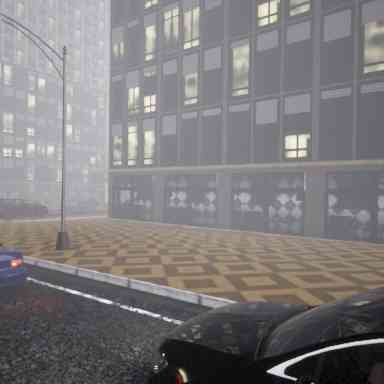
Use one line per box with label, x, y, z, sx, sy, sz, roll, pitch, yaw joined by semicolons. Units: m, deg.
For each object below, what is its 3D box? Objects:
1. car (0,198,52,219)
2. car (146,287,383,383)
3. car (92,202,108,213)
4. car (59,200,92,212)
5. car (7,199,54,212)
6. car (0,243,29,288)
car;-16.049;1.517;30.957;2.192;1.841;5.009;1;0;37
car;1.825;1.505;2.381;4.892;1.490;1.837;0;0;35
car;-9.234;1.828;40.156;1.752;1.417;4.829;1;0;37
car;-14.317;1.750;43.007;2.033;1.411;5.357;1;0;37
car;-19.529;1.640;40.339;1.752;1.417;4.829;1;0;37
car;-6.096;1.543;8.051;5.357;1.411;2.033;0;0;36
